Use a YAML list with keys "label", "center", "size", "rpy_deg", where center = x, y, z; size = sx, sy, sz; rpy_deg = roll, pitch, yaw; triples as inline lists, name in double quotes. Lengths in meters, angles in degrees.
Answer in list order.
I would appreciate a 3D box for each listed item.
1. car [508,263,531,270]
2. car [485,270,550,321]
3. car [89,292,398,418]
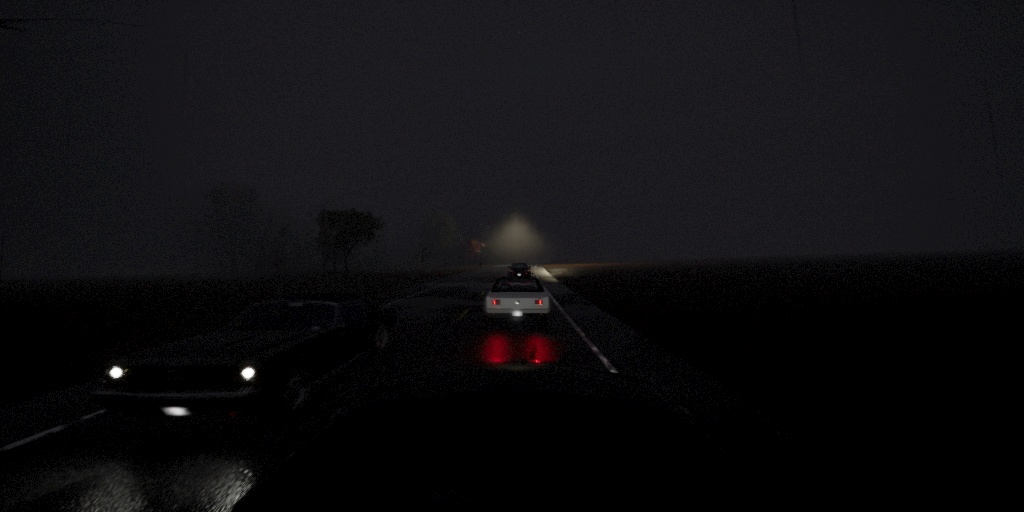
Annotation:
- label: "car"
  center: [0.630, 1.272, 30.074]
  size: [1.812, 1.442, 4.674]
  rpy_deg: [0, 0, 2]
- label: "car"
  center: [0.193, 1.351, 12.421]
  size: [1.895, 1.301, 4.718]
  rpy_deg: [0, 0, 1]
- label: "car"
  center: [-3.569, 1.349, 6.032]
  size: [1.895, 1.301, 4.718]
  rpy_deg: [0, 0, 0]
